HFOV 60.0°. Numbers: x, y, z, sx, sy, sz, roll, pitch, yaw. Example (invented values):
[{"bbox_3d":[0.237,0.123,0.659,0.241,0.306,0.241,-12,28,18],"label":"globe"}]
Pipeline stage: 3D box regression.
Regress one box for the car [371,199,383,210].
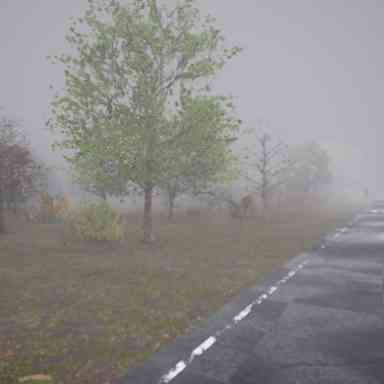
[{"bbox_3d":[25.099,1.654,44.683,2.033,1.411,5.357,-1,-1,30],"label":"car"}]
